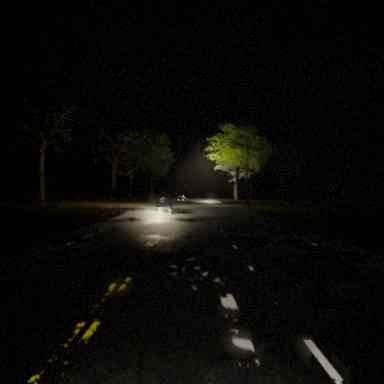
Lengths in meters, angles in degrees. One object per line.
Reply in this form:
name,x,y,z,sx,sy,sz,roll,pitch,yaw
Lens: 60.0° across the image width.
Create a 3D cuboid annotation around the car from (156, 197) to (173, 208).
car,-3.537,1.399,43.673,1.994,1.385,4.181,1,-1,0
